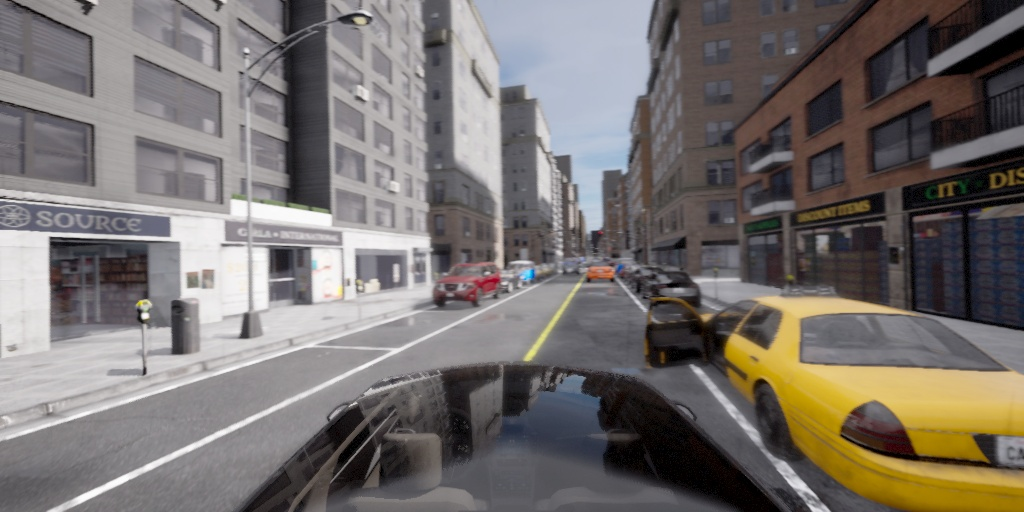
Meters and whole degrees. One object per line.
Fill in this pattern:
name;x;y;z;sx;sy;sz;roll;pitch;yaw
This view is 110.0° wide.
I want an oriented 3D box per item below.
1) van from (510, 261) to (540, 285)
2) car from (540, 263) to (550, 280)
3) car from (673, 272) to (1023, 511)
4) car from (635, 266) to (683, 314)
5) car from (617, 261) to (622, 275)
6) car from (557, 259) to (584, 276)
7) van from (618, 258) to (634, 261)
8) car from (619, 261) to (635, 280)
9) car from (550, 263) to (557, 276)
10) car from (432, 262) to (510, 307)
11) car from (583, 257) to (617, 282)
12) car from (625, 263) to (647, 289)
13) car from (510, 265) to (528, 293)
van;0.772;1.295;27.744;1.690;1.789;3.998;0;0;13
car;2.049;1.492;33.093;1.751;1.417;4.829;0;0;13
car;3.662;1.142;4.610;1.801;1.575;5.366;-2;-1;13
car;6.431;1.271;14.750;1.948;1.339;4.313;0;0;13
car;10.382;1.330;31.293;1.802;1.307;4.207;0;0;13
car;6.780;1.401;40.824;2.128;1.511;4.902;-2;-1;14
van;11.699;1.099;36.809;1.690;1.789;3.998;0;0;13
car;9.065;1.286;25.778;2.007;1.370;4.403;0;0;13
car;3.366;1.502;38.607;1.751;1.417;4.829;0;0;13
car;-1.862;1.238;16.718;2.192;1.841;5.009;0;0;13
car;7.286;1.162;29.658;2.097;1.767;4.553;-2;0;14
car;7.748;1.286;20.264;1.948;1.339;4.313;0;0;13
car;-0.545;1.489;22.230;2.007;1.370;4.403;0;0;13
